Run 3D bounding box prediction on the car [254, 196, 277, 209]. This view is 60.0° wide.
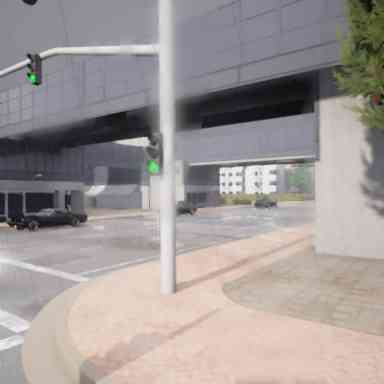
[{"bbox_3d":[11.045,1.519,49.778,2.097,1.767,4.553,-1,0,36],"label":"car"}]

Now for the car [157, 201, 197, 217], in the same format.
[{"bbox_3d":[-1.410,1.660,32.804,2.128,1.511,4.902,-1,0,36],"label":"car"}]

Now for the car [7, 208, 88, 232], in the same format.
[{"bbox_3d":[-9.366,1.775,21.860,1.895,1.301,4.718,-1,0,36],"label":"car"}]
